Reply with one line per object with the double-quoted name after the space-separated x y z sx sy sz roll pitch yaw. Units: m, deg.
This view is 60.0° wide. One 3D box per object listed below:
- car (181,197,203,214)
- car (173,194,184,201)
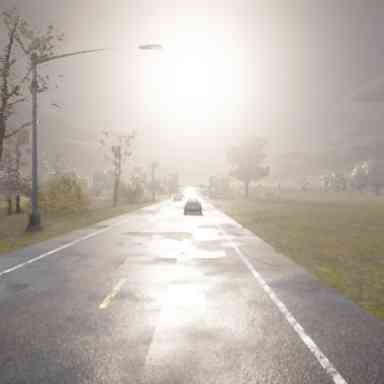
0.112 1.564 36.047 1.994 1.385 4.181 0 0 0 "car"
-3.477 1.337 79.812 2.097 1.767 4.553 0 0 0 "car"
